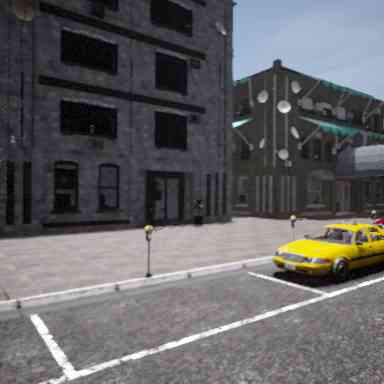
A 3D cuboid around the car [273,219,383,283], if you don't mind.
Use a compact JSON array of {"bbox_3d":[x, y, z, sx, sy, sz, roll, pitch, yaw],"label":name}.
[{"bbox_3d":[4.411,1.524,9.696,4.829,1.417,1.752,0,1,-35],"label":"car"}]
